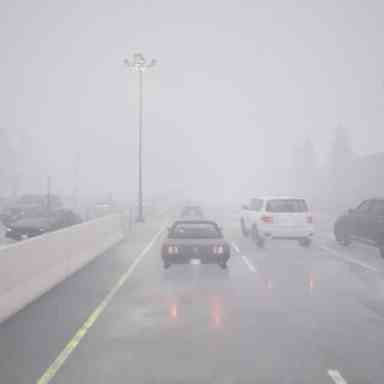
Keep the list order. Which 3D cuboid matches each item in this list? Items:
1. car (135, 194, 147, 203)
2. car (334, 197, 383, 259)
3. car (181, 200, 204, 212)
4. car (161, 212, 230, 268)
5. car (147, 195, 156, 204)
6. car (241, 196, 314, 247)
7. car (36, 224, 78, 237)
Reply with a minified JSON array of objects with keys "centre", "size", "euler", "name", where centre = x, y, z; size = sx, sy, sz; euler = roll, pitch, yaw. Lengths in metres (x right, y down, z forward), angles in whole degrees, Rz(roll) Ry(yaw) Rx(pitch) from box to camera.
[{"centre":[-9.866,1.242,65.258],"size":[2.097,1.767,4.553],"euler":[0,0,2],"name":"car"},{"centre":[7.096,1.192,11.771],"size":[2.150,2.045,5.566],"euler":[0,0,0],"name":"car"},{"centre":[0.020,1.453,28.694],"size":[1.812,1.442,4.674],"euler":[0,0,0],"name":"car"},{"centre":[0.089,1.572,11.093],"size":[1.895,1.301,4.718],"euler":[0,0,0],"name":"car"},{"centre":[-6.477,1.350,61.012],"size":[1.837,1.490,4.892],"euler":[0,0,2],"name":"car"},{"centre":[3.587,1.184,14.876],"size":[2.150,2.045,5.566],"euler":[0,0,0],"name":"car"},{"centre":[-7.119,1.504,16.727],"size":[2.033,1.411,5.357],"euler":[0,0,0],"name":"car"}]
